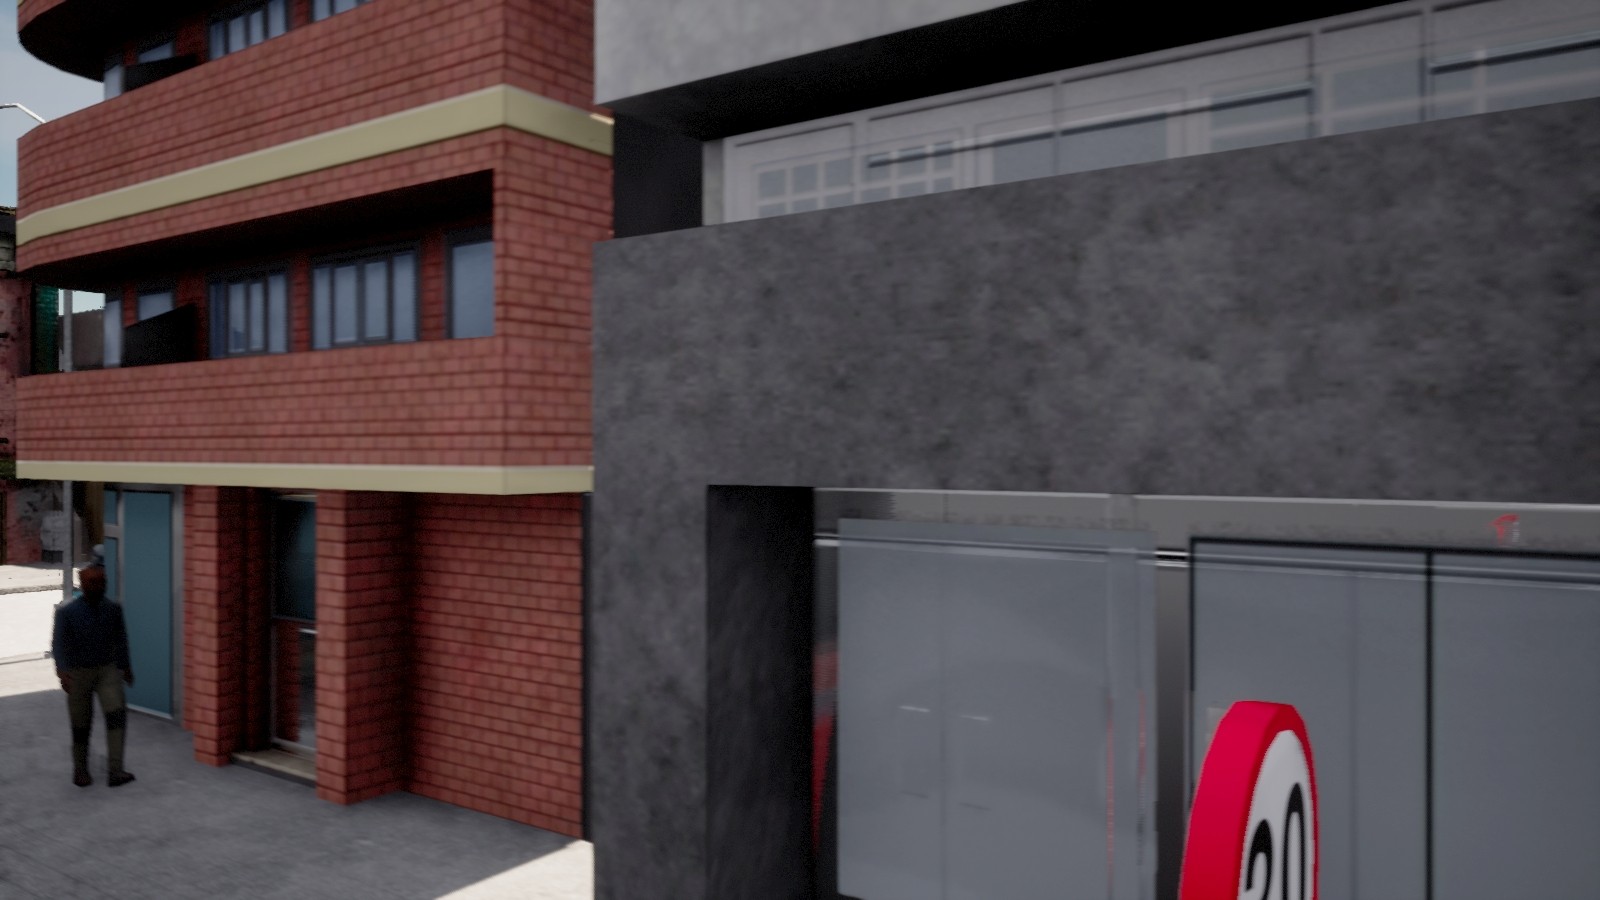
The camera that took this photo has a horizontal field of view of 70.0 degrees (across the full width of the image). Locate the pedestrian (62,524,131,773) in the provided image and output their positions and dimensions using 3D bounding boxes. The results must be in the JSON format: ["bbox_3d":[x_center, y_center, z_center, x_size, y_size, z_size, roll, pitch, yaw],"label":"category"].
[{"bbox_3d":[-5.513,1.524,8.950,0.375,1.860,0.375,0,0,44],"label":"pedestrian"}]
